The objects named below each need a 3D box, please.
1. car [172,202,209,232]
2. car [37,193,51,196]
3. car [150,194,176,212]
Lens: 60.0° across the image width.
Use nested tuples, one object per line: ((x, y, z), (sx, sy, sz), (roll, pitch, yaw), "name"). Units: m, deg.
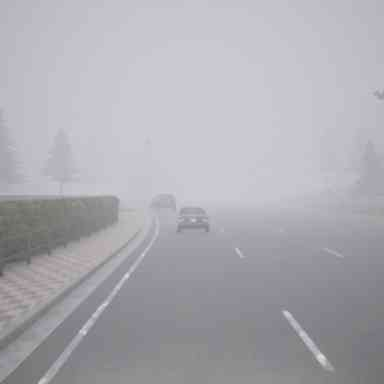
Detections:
((0.011, 1.560, 20.117), (2.033, 1.411, 5.357), (0, 0, -2), "car")
((-38.396, 1.273, 85.823), (5.566, 2.045, 2.150), (0, 0, 40), "car")
((-3.537, 1.246, 40.120), (2.150, 2.045, 5.566), (0, 0, -19), "car")
